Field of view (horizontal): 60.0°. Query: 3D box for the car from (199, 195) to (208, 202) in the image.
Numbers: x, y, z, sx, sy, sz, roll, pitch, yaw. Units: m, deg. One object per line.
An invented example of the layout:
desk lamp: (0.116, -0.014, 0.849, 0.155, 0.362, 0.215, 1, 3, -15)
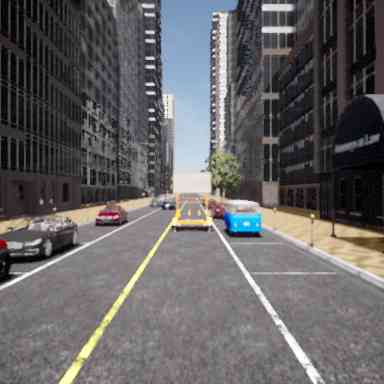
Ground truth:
car: (2.728, 1.532, 80.953, 1.967, 1.590, 4.097, 0, 0, 0)

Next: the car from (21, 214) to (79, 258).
car: (-5.684, 1.573, 12.651, 2.008, 1.369, 4.403, 0, 0, 0)

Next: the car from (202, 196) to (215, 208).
car: (2.712, 1.657, 46.798, 1.802, 1.307, 4.206, 0, 0, 0)

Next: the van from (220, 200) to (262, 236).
van: (2.699, 1.372, 18.337, 1.690, 1.788, 3.998, 0, 0, 0)

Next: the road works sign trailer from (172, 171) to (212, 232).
road works sign trailer: (0.010, 0.498, 20.358, 2.380, 3.560, 2.880, 0, 0, 0)

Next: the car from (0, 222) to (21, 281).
car: (-5.687, 1.453, 6.959, 1.967, 1.590, 4.097, 0, 0, 0)

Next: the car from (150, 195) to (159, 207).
car: (-5.666, 1.633, 52.498, 2.008, 1.369, 4.403, 0, 0, 0)

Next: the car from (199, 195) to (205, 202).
car: (2.717, 1.638, 58.183, 2.008, 1.369, 4.403, 0, 0, 0)

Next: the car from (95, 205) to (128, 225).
car: (-5.679, 1.622, 24.035, 1.802, 1.307, 4.206, 0, 0, 0)

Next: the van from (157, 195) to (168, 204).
van: (-5.660, 1.432, 63.883, 1.690, 1.788, 3.998, 0, 0, 0)

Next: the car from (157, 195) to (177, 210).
car: (-3.067, 1.563, 44.276, 2.128, 1.511, 4.902, 0, 0, 0)

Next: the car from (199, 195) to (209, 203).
car: (2.725, 1.532, 75.261, 1.967, 1.590, 4.097, 0, 0, 0)

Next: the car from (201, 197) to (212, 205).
car: (2.720, 1.641, 63.876, 2.008, 1.369, 4.403, 0, 0, 0)

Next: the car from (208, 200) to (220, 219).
car: (2.704, 1.631, 29.720, 1.802, 1.307, 4.206, 0, 0, 0)
